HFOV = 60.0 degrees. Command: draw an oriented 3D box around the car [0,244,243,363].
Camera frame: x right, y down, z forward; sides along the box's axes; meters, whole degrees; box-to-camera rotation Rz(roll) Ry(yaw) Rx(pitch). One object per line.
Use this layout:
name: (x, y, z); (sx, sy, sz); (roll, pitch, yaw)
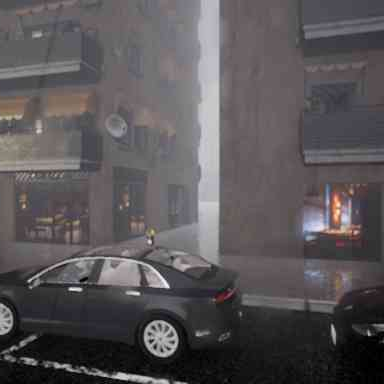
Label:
car: (-1.402, 1.549, 5.438); (4.403, 1.369, 2.008); (0, 0, 15)

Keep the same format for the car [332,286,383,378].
car: (4.031, 1.565, 3.960); (4.313, 1.339, 1.947); (0, 0, 15)
